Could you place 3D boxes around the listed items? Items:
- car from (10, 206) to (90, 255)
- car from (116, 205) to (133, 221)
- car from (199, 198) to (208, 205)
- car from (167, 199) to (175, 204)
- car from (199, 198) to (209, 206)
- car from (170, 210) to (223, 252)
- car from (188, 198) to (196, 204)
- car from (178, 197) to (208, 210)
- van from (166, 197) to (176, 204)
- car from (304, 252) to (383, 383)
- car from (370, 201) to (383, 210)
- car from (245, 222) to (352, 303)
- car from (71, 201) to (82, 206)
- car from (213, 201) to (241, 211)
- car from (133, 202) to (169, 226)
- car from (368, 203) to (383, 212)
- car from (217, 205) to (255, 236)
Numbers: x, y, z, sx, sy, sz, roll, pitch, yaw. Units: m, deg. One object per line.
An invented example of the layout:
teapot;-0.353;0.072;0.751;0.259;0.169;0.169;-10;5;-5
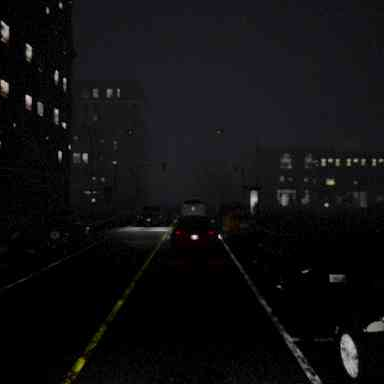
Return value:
car;-5.691;1.581;13.749;1.967;1.590;4.097;0;-1;0
car;-5.691;1.834;30.197;1.752;1.417;4.829;0;-1;0
car;2.689;2.299;79.708;1.967;1.590;4.097;0;-1;0
car;-5.692;2.579;91.102;1.802;1.307;4.206;0;-1;0
car;2.689;2.232;74.013;1.967;1.590;4.097;0;-1;0
car;0.100;1.716;14.783;1.994;1.385;4.181;0;-1;0
car;0.000;2.325;90.091;1.882;1.535;5.008;0;-1;0
car;0.101;1.547;31.938;2.150;2.045;5.566;0;-1;0
van;-5.692;2.268;85.408;1.690;1.788;3.998;0;-1;0
car;2.690;1.579;2.669;2.008;1.369;4.403;0;-1;0
car;31.444;2.217;53.324;4.829;1.417;1.752;0;-1;0
car;2.690;1.651;8.208;1.947;1.339;4.313;0;-1;0
car;-17.273;1.719;44.602;5.009;1.841;2.192;0;-1;0
car;2.690;1.569;24.829;2.192;1.841;5.009;0;-1;0
car;-3.082;1.771;26.071;1.837;1.490;4.892;0;-1;0
car;26.151;2.126;44.854;4.507;1.381;1.887;0;-1;0
car;2.690;1.724;19.457;1.752;1.417;4.829;0;-1;0
